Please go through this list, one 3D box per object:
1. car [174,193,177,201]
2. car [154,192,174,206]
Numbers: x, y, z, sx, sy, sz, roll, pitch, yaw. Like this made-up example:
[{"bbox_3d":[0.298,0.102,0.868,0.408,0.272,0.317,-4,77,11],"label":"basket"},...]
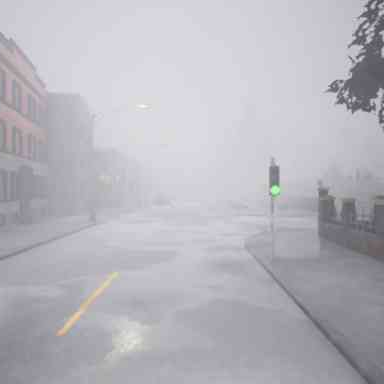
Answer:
[{"bbox_3d":[-4.013,0.832,62.466,2.097,1.767,4.553,0,0,1],"label":"car"},{"bbox_3d":[-4.086,0.966,46.405,2.097,1.767,4.553,0,1,0],"label":"car"}]
